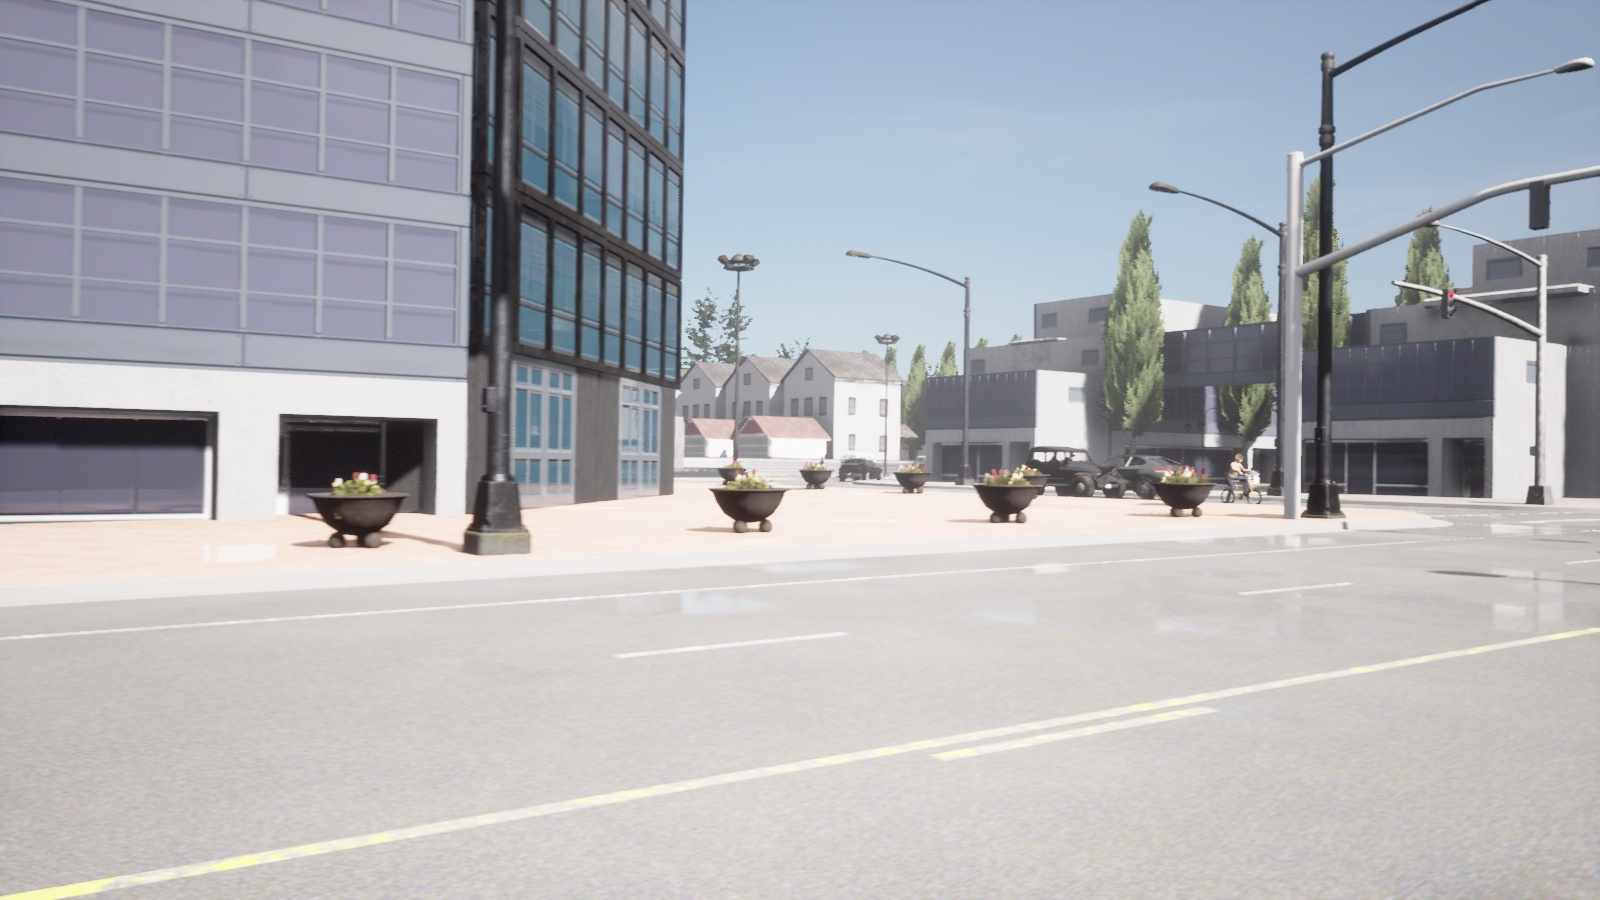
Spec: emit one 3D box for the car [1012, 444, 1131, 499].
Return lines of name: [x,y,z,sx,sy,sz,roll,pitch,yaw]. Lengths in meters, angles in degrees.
car: [9.581,0.750,44.559,1.905,1.878,3.866,1,-1,-35]

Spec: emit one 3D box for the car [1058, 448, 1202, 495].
car: [12.228,0.784,46.884,2.152,1.651,5.027,1,-1,-34]

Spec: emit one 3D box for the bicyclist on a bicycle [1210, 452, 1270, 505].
bicyclist on a bicycle: [13.570,0.867,38.734,0.866,1.612,1.509,1,-1,-34]

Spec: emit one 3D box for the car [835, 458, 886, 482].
car: [3.962,1.308,81.729,1.837,1.490,4.892,1,-1,21]

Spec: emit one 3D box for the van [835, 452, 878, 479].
van: [4.356,1.196,97.133,2.069,2.038,4.480,1,-1,-15]
